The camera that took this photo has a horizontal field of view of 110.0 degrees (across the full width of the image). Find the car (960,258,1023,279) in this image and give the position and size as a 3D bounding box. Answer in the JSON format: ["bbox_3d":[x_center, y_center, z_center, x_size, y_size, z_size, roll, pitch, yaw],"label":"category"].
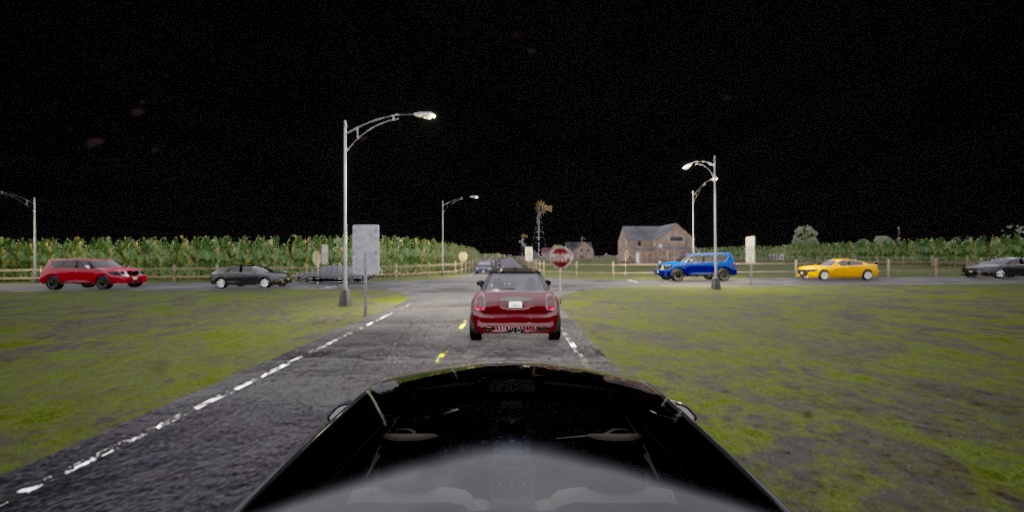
[{"bbox_3d":[36.040,0.884,26.238,4.892,1.490,1.837,0,0,1],"label":"car"}]

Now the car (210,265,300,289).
[{"bbox_3d":[-17.400,1.358,24.039,4.892,1.490,1.837,-1,0,1],"label":"car"}]

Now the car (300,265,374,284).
[{"bbox_3d":[-13.328,1.369,27.073,5.357,1.411,2.033,-1,0,0],"label":"car"}]

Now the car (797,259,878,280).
[{"bbox_3d":[23.870,0.964,26.415,5.008,1.535,1.882,-1,0,1],"label":"car"}]

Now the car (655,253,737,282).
[{"bbox_3d":[13.564,0.801,26.557,5.566,2.045,2.150,-1,0,0],"label":"car"}]

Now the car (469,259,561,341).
[{"bbox_3d":[0.057,1.087,10.020,2.097,1.767,4.553,0,0,-1],"label":"car"}]

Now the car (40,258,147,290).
[{"bbox_3d":[-28.140,1.172,24.182,5.566,2.045,2.150,-1,0,1],"label":"car"}]

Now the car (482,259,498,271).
[{"bbox_3d":[-2.991,1.192,49.550,1.837,1.490,4.892,0,0,0],"label":"car"}]

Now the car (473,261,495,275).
[{"bbox_3d":[-2.970,1.243,39.634,2.033,1.411,5.357,0,0,0],"label":"car"}]
